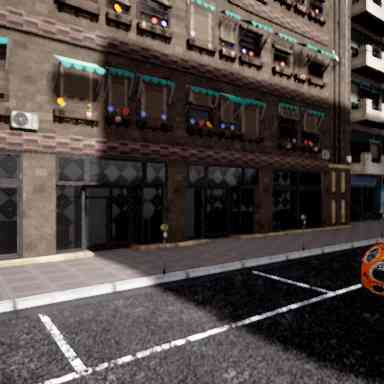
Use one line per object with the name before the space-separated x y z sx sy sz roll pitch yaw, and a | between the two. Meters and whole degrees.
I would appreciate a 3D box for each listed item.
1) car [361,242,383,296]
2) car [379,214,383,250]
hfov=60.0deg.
car | 5.820 1.340 7.507 4.553 1.767 2.097 0 0 -35
car | 9.588 1.544 13.357 4.313 1.339 1.947 0 0 -35
